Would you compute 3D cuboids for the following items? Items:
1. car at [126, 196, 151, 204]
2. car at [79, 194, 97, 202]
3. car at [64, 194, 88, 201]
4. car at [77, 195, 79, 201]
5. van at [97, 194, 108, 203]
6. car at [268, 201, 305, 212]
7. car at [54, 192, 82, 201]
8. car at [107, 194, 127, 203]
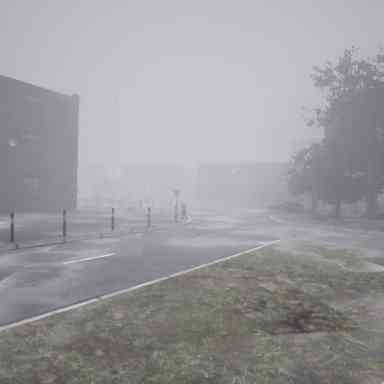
[{"bbox_3d":[-10.111,1.764,66.296,2.163,1.488,4.792,1,-1,31],"label":"car"},{"bbox_3d":[-21.845,1.333,73.510,2.185,1.767,4.553,2,0,31],"label":"car"},{"bbox_3d":[-26.609,1.329,76.377,2.231,1.521,4.892,2,0,31],"label":"car"},{"bbox_3d":[-24.348,1.390,74.987,2.097,1.535,5.008,2,0,31],"label":"car"},{"bbox_3d":[-17.276,1.353,70.560,1.878,1.987,4.442,1,-1,31],"label":"van"},{"bbox_3d":[13.602,2.113,47.988,5.008,1.535,1.882,1,0,6],"label":"car"},{"bbox_3d":[-28.961,1.011,77.842,2.435,2.045,5.566,2,0,31],"label":"car"},{"bbox_3d":[-14.718,1.514,69.174,2.185,1.767,4.553,1,-1,31],"label":"car"}]
